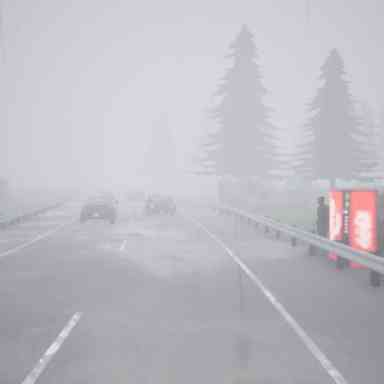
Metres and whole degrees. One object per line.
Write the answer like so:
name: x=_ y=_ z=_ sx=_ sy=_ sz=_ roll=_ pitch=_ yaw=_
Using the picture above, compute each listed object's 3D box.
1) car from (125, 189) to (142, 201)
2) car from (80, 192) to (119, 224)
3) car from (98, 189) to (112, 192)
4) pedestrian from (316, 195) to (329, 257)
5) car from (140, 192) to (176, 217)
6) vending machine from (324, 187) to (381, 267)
car: x=-6.786 y=0.321 z=39.497 sx=1.812 sy=1.442 sz=4.674 roll=-1 pitch=2 yaw=-18
car: x=-5.285 y=0.936 z=19.262 sx=1.812 sy=1.442 sz=4.674 roll=0 pitch=2 yaw=-9
car: x=-9.405 y=0.429 z=35.956 sx=1.812 sy=1.442 sz=4.674 roll=-1 pitch=2 yaw=-17
pedestrian: x=3.907 y=0.985 z=9.927 sx=0.375 sy=1.860 sz=0.375 roll=0 pitch=2 yaw=-5
car: x=-2.348 y=0.897 z=22.971 sx=1.895 sy=1.301 sz=4.718 roll=0 pitch=2 yaw=-12
vending machine: x=4.427 y=0.907 z=9.226 sx=1.100 sy=2.100 sz=0.880 roll=0 pitch=2 yaw=-5
